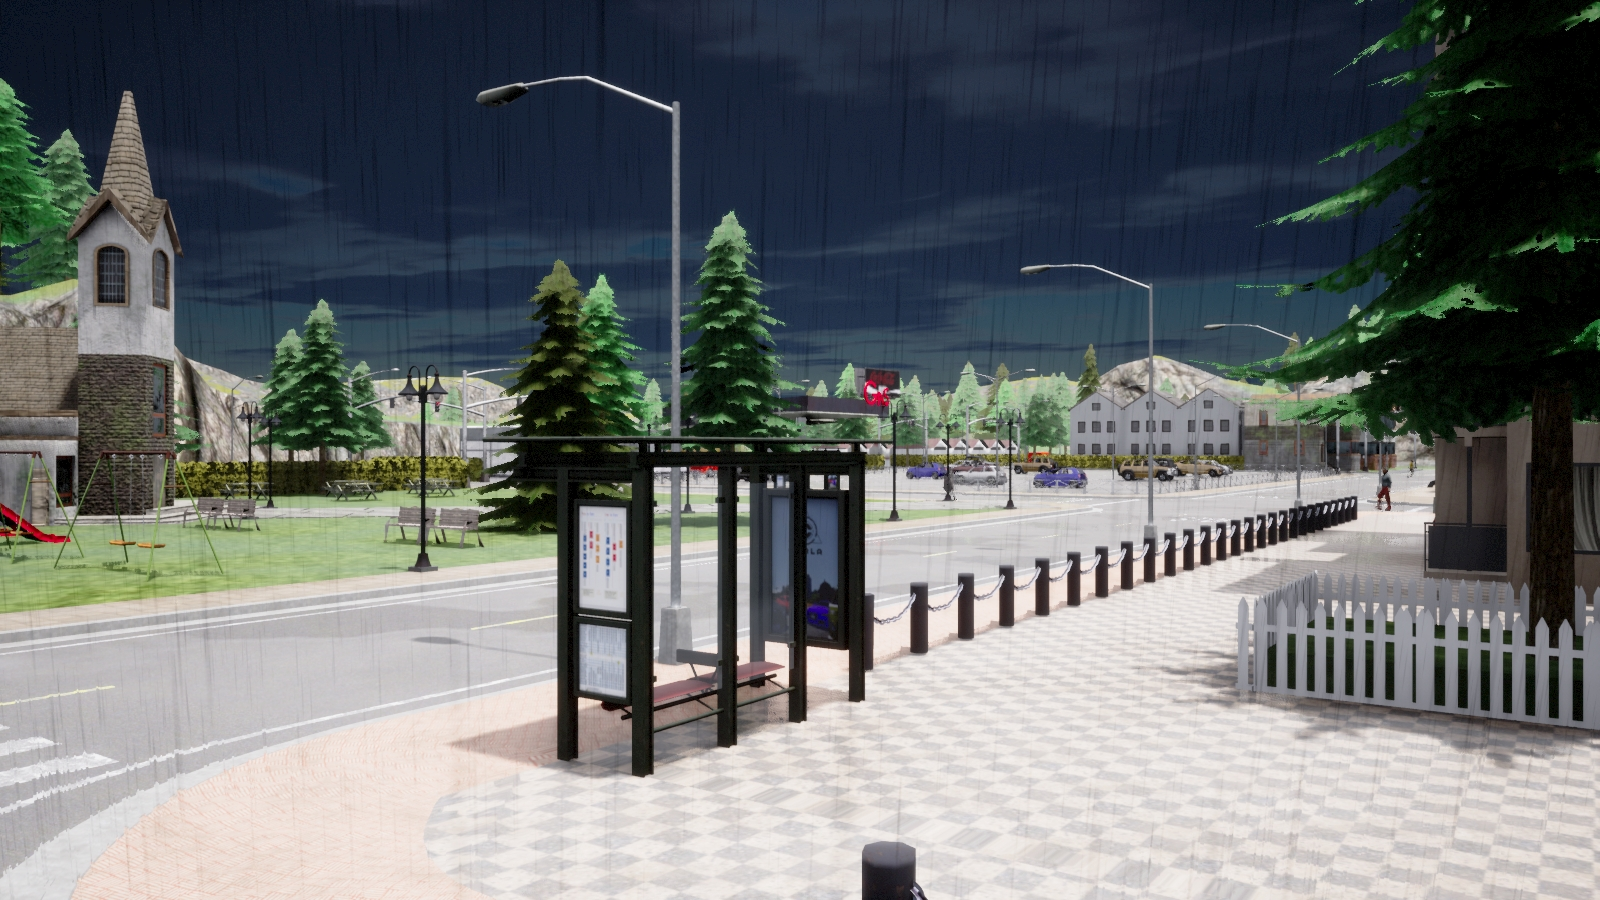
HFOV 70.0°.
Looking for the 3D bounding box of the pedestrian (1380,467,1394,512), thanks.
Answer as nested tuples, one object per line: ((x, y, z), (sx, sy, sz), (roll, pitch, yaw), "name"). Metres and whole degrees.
((24.933, 1.674, 48.513), (0.375, 1.860, 0.375), (0, 0, -10), "pedestrian")

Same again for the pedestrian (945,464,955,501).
((7.710, 1.675, 58.587), (0.375, 1.860, 0.375), (0, 0, 39), "pedestrian")
